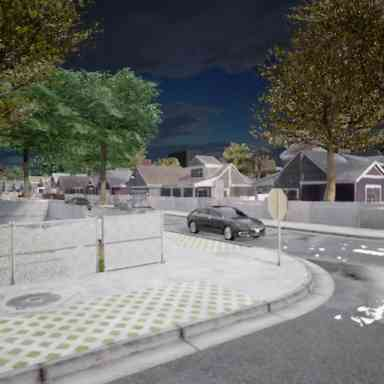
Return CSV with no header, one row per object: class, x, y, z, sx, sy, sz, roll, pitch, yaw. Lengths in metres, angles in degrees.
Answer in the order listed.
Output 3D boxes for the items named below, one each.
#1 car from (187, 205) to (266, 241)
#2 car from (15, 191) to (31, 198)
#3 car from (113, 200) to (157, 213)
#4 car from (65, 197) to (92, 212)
car,1.576,1.473,16.804,1.837,1.490,4.892,0,0,-33
car,-40.736,0.852,80.764,2.150,2.045,5.566,0,0,-36
car,-4.386,1.407,25.225,2.128,1.511,4.902,0,0,-36
car,-12.609,1.326,36.708,1.882,1.535,5.008,0,0,-35
